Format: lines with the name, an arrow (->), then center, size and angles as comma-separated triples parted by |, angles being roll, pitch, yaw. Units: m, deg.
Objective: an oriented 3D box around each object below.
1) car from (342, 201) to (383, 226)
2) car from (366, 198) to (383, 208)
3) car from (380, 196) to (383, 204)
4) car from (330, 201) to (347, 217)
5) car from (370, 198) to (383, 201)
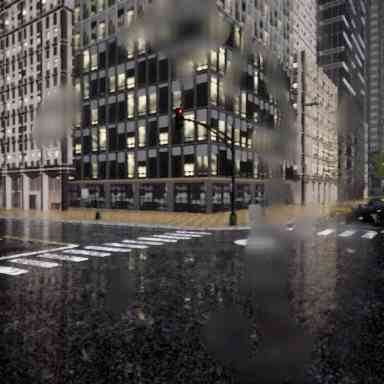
car -> 12.522, 1.579, 23.967 | 1.994, 1.385, 4.181 | 0, 0, 36
car -> 26.951, 1.593, 48.825 | 1.947, 1.339, 4.313 | 0, 0, 35
car -> 36.628, 1.559, 62.491 | 1.752, 1.417, 4.829 | 0, 0, 35
car -> 13.819, 1.538, 30.281 | 1.752, 1.417, 4.829 | 0, 0, 35
car -> 18.608, 1.570, 32.532 | 2.033, 1.411, 5.357 | 0, 0, 36
